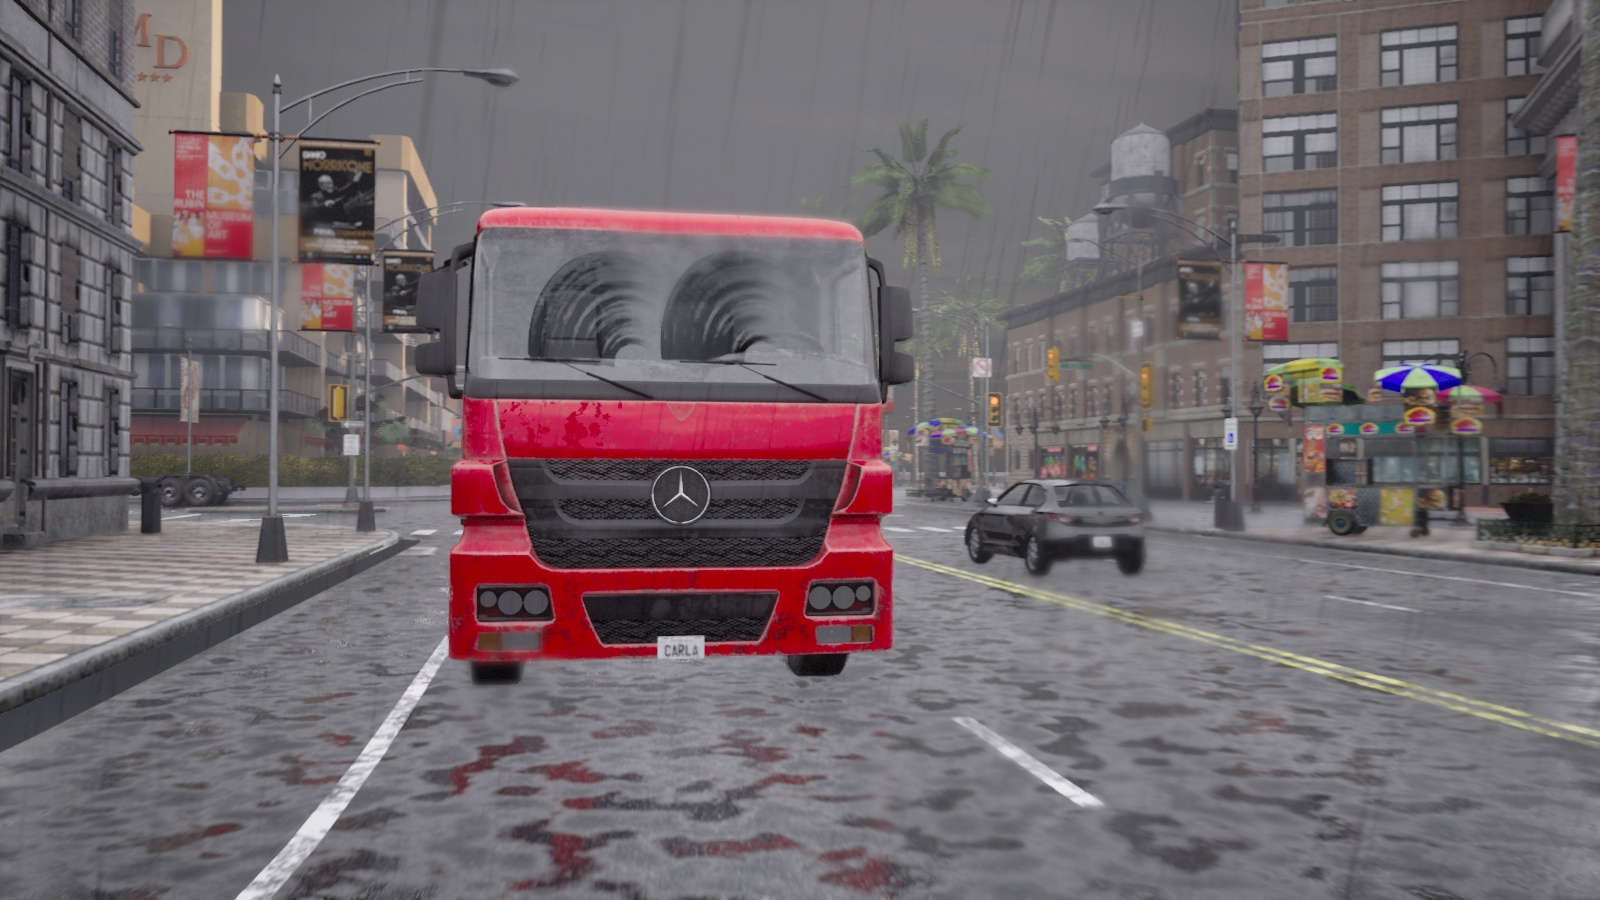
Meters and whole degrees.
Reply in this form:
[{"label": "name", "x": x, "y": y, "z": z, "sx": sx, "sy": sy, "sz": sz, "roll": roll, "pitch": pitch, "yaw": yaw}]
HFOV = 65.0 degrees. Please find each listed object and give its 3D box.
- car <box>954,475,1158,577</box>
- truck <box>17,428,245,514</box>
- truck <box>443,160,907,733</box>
[{"label": "car", "x": 4.042, "y": 1.153, "z": 20.597, "sx": 1.816, "sy": 1.474, "sz": 4.193, "roll": 0, "pitch": -1, "yaw": -11}, {"label": "truck", "x": -27.889, "y": 0.854, "z": 52.728, "sx": 7.936, "sy": 3.462, "sz": 2.891, "roll": 0, "pitch": -1, "yaw": -11}, {"label": "truck", "x": -1.476, "y": 0.037, "z": 11.756, "sx": 2.891, "sy": 3.462, "sz": 7.936, "roll": 0, "pitch": -1, "yaw": -11}]
